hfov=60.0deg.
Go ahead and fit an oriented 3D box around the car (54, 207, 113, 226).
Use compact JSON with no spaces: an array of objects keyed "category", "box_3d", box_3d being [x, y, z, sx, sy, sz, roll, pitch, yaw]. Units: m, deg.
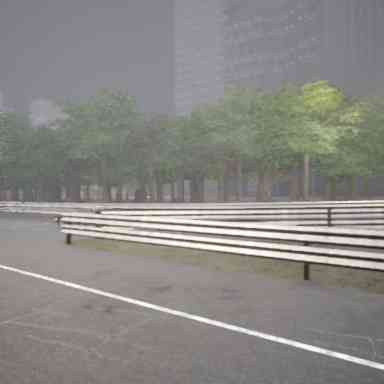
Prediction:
[{"category":"car","box_3d":[-6.398,1.642,21.492,4.718,1.301,1.895,0,0,15]}]
